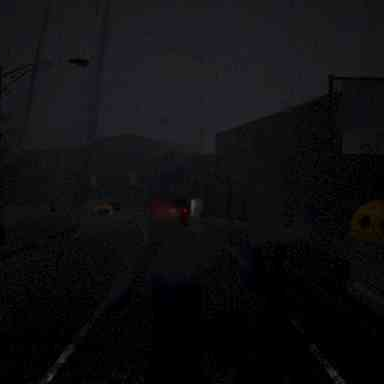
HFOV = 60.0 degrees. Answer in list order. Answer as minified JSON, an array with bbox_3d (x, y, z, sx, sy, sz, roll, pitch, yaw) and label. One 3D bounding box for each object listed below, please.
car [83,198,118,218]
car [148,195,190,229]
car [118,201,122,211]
[{"bbox_3d":[-8.718,1.458,30.734,1.882,1.535,5.008,1,0,-29],"label":"car"},{"bbox_3d":[-1.611,1.238,21.799,2.150,2.045,5.566,0,0,-12],"label":"car"},{"bbox_3d":[-10.065,1.474,39.479,1.882,1.535,5.008,1,0,-37],"label":"car"}]
